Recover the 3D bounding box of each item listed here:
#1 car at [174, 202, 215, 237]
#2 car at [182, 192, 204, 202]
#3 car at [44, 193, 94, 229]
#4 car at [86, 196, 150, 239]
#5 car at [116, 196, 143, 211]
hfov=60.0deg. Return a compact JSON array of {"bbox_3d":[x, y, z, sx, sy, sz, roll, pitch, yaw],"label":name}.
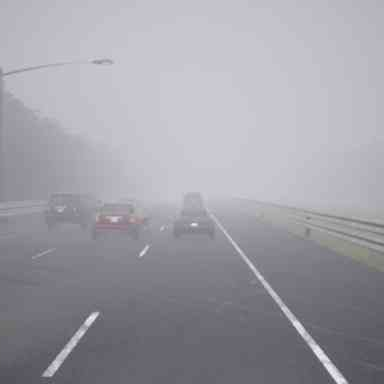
[{"bbox_3d":[0.103,1.449,17.123,1.994,1.385,4.181,0,0,0],"label":"car"},{"bbox_3d":[0.108,0.993,36.505,2.150,2.045,5.566,0,0,0],"label":"car"},{"bbox_3d":[-6.907,1.058,20.160,2.150,2.045,5.566,0,0,0],"label":"car"},{"bbox_3d":[-3.382,1.225,16.603,2.097,1.767,4.553,1,1,0],"label":"car"},{"bbox_3d":[-6.894,1.259,37.328,2.128,1.511,4.902,0,0,0],"label":"car"}]
